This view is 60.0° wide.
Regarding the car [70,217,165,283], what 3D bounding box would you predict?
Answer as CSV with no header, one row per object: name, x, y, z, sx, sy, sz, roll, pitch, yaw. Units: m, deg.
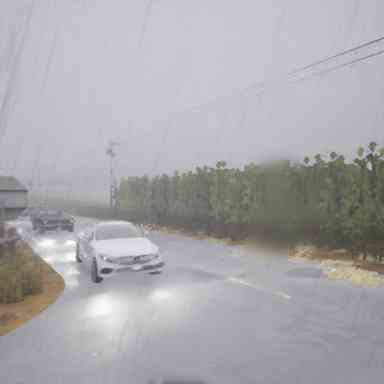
car,-2.417,1.618,10.317,1.812,1.442,4.674,0,0,-27

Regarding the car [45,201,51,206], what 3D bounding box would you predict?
car,-20.504,1.940,45.352,2.128,1.511,4.902,0,-1,-33

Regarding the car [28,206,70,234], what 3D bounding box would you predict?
car,-8.837,1.807,21.035,1.895,1.301,4.718,0,0,-33

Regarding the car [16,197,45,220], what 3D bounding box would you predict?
car,-16.180,1.552,32.461,2.150,2.045,5.566,0,-1,-32

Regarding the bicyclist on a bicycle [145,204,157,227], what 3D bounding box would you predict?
bicyclist on a bicycle,-2.544,1.645,23.537,1.656,1.620,0.582,0,0,-33
